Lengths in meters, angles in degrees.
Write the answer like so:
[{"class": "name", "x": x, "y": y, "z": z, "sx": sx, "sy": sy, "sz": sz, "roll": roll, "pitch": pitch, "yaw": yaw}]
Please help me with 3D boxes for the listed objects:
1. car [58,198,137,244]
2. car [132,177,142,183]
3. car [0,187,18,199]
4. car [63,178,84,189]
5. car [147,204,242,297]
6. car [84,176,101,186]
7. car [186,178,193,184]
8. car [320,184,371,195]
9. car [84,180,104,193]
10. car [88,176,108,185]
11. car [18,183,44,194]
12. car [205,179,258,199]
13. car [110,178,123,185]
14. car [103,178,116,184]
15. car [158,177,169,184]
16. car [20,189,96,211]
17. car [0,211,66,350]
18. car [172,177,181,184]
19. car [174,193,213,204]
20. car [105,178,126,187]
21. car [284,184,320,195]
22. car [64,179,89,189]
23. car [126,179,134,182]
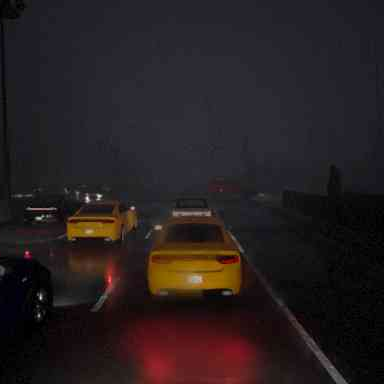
[{"class": "car", "x": -3.496, "y": 1.061, "z": 13.718, "sx": 1.882, "sy": 1.535, "sz": 5.008, "roll": 0, "pitch": 3, "yaw": 0}, {"class": "car", "x": -14.690, "y": -3.209, "z": 89.443, "sx": 1.882, "sy": 1.535, "sz": 5.008, "roll": 0, "pitch": 3, "yaw": 0}, {"class": "car", "x": -17.816, "y": 0.248, "z": 29.062, "sx": 2.128, "sy": 1.511, "sz": 4.902, "roll": 0, "pitch": 3, "yaw": 0}, {"class": "car", "x": -21.514, "y": -1.595, "z": 60.409, "sx": 2.097, "sy": 1.767, "sz": 4.553, "roll": 0, "pitch": 3, "yaw": 0}, {"class": "car", "x": 0.043, "y": 1.316, "z": 8.395, "sx": 1.882, "sy": 1.535, "sz": 5.008, "roll": 0, "pitch": 2, "yaw": 0}, {"class": "car", "x": -21.556, "y": -2.369, "z": 72.336, "sx": 2.150, "sy": 2.045, "sz": 5.566, "roll": 0, "pitch": 3, "yaw": 0}, {"class": "car", "x": -0.667, "y": -2.835, "z": 86.568, "sx": 2.128, "sy": 1.511, "sz": 4.902, "roll": 0, "pitch": 3, "yaw": 0}, {"class": "car", "x": 17.665, "y": -0.217, "z": 37.784, "sx": 4.902, "sy": 1.511, "sz": 2.128, "roll": 0, "pitch": 3, "yaw": 2}, {"class": "car", "x": -13.460, "y": -0.545, "z": 45.696, "sx": 1.895, "sy": 1.301, "sz": 4.718, "roll": -1, "pitch": 3, "yaw": -16}, {"class": "car", "x": -18.012, "y": -1.973, "z": 64.912, "sx": 2.150, "sy": 2.045, "sz": 5.566, "roll": 0, "pitch": 4, "yaw": -1}, {"class": "car", "x": -21.429, "y": -0.503, "z": 44.202, "sx": 1.994, "sy": 1.385, "sz": 4.181, "roll": 0, "pitch": 3, "yaw": 0}, {"class": "car", "x": 4.102, "y": -0.332, "z": 34.864, "sx": 5.566, "sy": 2.045, "sz": 2.150, "roll": 1, "pitch": 3, "yaw": 9}, {"class": "car", "x": -18.115, "y": -2.477, "z": 79.867, "sx": 2.128, "sy": 1.511, "sz": 4.902, "roll": 0, "pitch": 3, "yaw": 0}, {"class": "car", "x": -21.673, "y": -2.887, "z": 87.269, "sx": 2.128, "sy": 1.511, "sz": 4.902, "roll": 0, "pitch": 3, "yaw": 0}, {"class": "car", "x": -7.663, "y": -2.822, "z": 86.054, "sx": 2.128, "sy": 1.511, "sz": 4.902, "roll": 0, "pitch": 3, "yaw": 0}, {"class": "car", "x": -7.025, "y": 0.865, "z": 17.628, "sx": 2.128, "sy": 1.511, "sz": 4.902, "roll": 0, "pitch": 3, "yaw": 0}, {"class": "car", "x": -3.427, "y": 1.313, "z": 3.887, "sx": 2.097, "sy": 1.767, "sz": 4.553, "roll": 0, "pitch": 1, "yaw": 0}, {"class": "car", "x": -4.163, "y": -2.872, "z": 86.079, "sx": 1.882, "sy": 1.535, "sz": 5.008, "roll": 0, "pitch": 3, "yaw": 0}, {"class": "car", "x": -0.024, "y": 0.973, "z": 17.764, "sx": 1.895, "sy": 1.301, "sz": 4.718, "roll": 0, "pitch": 3, "yaw": 0}, {"class": "car", "x": -14.529, "y": -1.503, "z": 63.335, "sx": 1.895, "sy": 1.301, "sz": 4.718, "roll": 0, "pitch": 3, "yaw": 0}, {"class": "car", "x": 13.805, "y": -0.305, "z": 41.408, "sx": 4.718, "sy": 1.301, "sz": 1.895, "roll": 0, "pitch": 3, "yaw": 2}, {"class": "car", "x": -17.984, "y": -0.946, "z": 51.670, "sx": 1.812, "sy": 1.442, "sz": 4.674, "roll": 0, "pitch": 3, "yaw": 0}, {"class": "car", "x": -14.572, "y": -2.203, "z": 74.384, "sx": 1.837, "sy": 1.490, "sz": 4.892, "roll": 0, "pitch": 3, "yaw": 0}]
